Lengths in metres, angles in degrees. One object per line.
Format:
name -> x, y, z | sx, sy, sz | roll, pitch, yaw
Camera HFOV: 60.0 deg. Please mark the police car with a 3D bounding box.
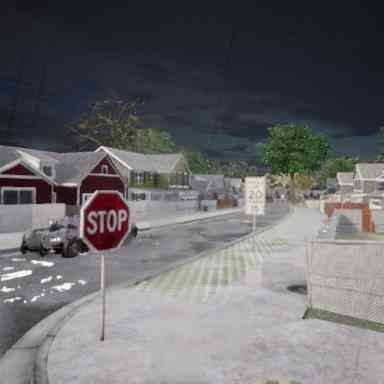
police car -> -4.334, 1.596, 13.437 | 2.038, 1.542, 4.974 | 1, 0, 26
